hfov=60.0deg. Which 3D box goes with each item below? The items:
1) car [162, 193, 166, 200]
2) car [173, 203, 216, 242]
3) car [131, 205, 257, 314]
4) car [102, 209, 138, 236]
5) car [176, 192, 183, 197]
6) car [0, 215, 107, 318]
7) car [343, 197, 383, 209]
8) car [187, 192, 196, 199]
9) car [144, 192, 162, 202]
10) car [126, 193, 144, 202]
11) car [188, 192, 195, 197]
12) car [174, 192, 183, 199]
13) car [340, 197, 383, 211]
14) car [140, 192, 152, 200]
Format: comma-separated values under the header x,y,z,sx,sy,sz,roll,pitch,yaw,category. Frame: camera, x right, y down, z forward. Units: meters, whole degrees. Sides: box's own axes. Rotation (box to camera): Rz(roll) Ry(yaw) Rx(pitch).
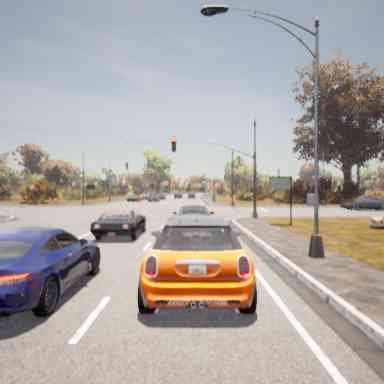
x,y,z,sx,sy,sz,roll,pitch,yaw,category
-7.067,0.981,75.912,1.882,1.535,5.008,0,0,0,car
0.085,1.395,16.635,1.837,1.490,4.892,0,0,0,car
0.094,1.301,7.676,2.097,1.767,4.553,0,0,0,car
-3.414,1.493,16.368,1.895,1.301,4.718,0,0,0,car
-3.538,0.753,95.051,1.812,1.442,4.674,0,0,1,car
-3.406,1.478,7.210,1.812,1.442,4.674,0,0,0,car
20.364,1.302,39.332,4.181,1.385,1.994,0,0,3,car
-0.070,0.939,84.646,1.837,1.490,4.892,0,0,0,car
-7.105,1.107,60.838,1.837,1.490,4.892,0,0,0,car
-10.601,1.150,60.701,2.033,1.411,5.357,0,0,0,car
-0.039,0.781,95.033,1.994,1.385,4.181,0,0,1,car
-3.570,0.939,84.644,1.837,1.490,4.892,0,0,0,car
18.975,1.309,35.895,5.357,1.411,2.033,0,0,3,car
-10.567,0.858,76.027,2.097,1.767,4.553,0,0,0,car
